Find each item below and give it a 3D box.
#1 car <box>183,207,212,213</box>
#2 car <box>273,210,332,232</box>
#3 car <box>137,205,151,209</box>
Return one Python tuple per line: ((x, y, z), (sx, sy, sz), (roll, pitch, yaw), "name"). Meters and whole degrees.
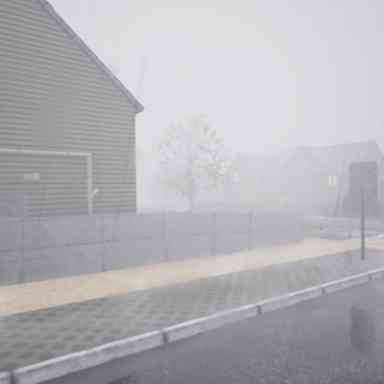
((0.860, 2.107, 31.253), (1.994, 1.385, 4.181), (-1, -1, -36), "car")
((6.962, 1.894, 22.682), (1.895, 1.301, 4.718), (-1, -1, -35), "car")
((-7.819, 2.548, 48.457), (1.895, 1.301, 4.718), (-1, -1, -35), "car")
